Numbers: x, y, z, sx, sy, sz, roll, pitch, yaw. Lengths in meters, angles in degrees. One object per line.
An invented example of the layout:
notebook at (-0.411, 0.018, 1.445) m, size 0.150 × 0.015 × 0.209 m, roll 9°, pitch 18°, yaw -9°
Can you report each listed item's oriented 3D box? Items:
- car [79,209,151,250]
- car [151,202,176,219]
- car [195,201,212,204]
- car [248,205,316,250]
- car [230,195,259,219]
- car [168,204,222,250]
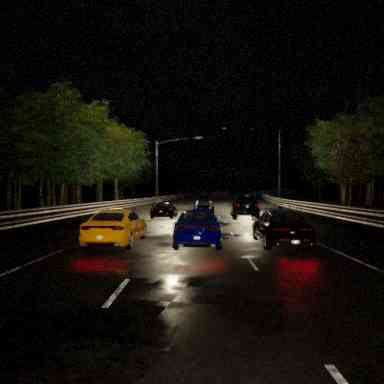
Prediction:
car at (-3.232, 1.486, 14.455) m, size 1.882 × 1.535 × 5.008 m, roll 0°, pitch 0°, yaw 2°
car at (-2.419, 1.574, 29.368) m, size 1.994 × 1.385 × 4.181 m, roll 0°, pitch 0°, yaw 4°
car at (1.072, 1.496, 29.114) m, size 2.128 × 1.511 × 4.902 m, roll 0°, pitch 0°, yaw 4°
car at (3.763, 1.517, 14.201) m, size 1.837 × 1.490 × 4.892 m, roll 0°, pitch 0°, yaw 2°
car at (4.565, 1.258, 28.889) m, size 2.150 × 2.045 × 5.566 m, roll 0°, pitch 0°, yaw 4°
car at (0.266, 1.486, 14.328) m, size 1.882 × 1.535 × 5.008 m, roll 0°, pitch 0°, yaw 2°
